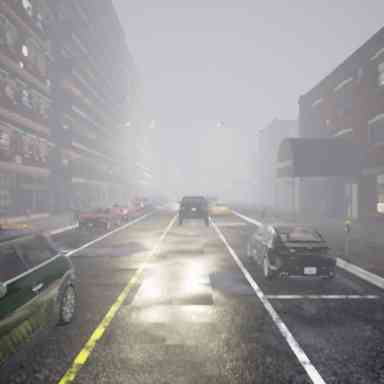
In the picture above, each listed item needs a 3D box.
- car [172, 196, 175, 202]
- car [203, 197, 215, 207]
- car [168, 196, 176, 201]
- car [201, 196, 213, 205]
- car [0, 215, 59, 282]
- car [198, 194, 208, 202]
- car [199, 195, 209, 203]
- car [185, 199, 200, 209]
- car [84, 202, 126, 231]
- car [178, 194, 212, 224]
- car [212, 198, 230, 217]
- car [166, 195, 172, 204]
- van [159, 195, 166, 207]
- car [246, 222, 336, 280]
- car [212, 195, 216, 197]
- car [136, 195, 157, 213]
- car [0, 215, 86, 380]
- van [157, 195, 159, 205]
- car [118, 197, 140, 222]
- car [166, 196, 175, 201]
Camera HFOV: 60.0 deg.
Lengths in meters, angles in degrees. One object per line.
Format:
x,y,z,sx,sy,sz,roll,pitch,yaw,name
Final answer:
-5.643,1.726,81.788,1.947,1.339,4.313,0,0,0,car
2.722,1.611,54.255,1.752,1.417,4.829,0,0,0,car
-5.637,1.746,92.864,2.008,1.369,4.403,0,0,0,car
2.725,1.540,59.625,1.967,1.590,4.097,0,0,0,car
-5.683,1.535,9.605,1.752,1.417,4.829,0,0,0,car
2.738,1.475,81.784,2.192,1.841,5.009,0,0,0,car
2.734,1.585,76.243,1.967,1.590,4.097,0,0,0,car
0.127,1.631,46.192,1.994,1.385,4.181,0,0,0,car
-5.677,1.569,20.855,1.887,1.381,4.507,0,0,0,car
0.115,1.253,24.952,2.150,2.045,5.566,0,0,0,car
2.710,1.566,32.098,1.752,1.417,4.829,0,0,0,car
-5.652,1.429,65.169,2.192,1.841,5.009,0,0,0,car
-5.658,1.426,54.090,1.690,1.788,3.998,0,0,0,van
2.698,1.561,9.771,2.008,1.369,4.403,0,0,0,car
2.720,1.388,48.546,2.192,1.841,5.009,0,0,0,car
-5.667,1.365,37.472,2.192,1.841,5.009,0,0,0,car
-3.092,1.356,3.991,2.097,1.767,4.553,0,0,0,car
-5.664,1.402,43.012,1.690,1.788,3.998,0,0,0,van
-5.673,1.472,26.393,1.967,1.590,4.097,0,0,0,car
-5.640,1.728,87.325,2.008,1.369,4.403,0,0,0,car
